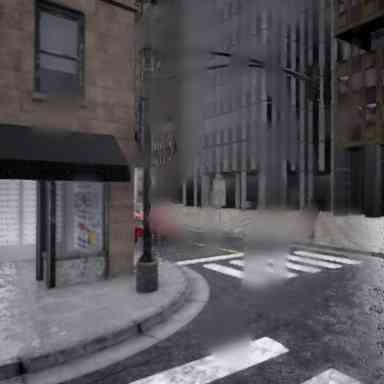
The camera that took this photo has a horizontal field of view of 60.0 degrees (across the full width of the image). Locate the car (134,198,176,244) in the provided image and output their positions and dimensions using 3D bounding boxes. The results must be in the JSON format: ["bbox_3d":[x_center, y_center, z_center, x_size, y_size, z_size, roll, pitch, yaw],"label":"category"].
[{"bbox_3d":[-3.009,1.325,16.965,2.150,2.045,5.566,0,0,-36],"label":"car"}]

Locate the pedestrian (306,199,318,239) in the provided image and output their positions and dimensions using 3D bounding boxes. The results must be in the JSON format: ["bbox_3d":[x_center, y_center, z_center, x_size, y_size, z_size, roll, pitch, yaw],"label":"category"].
[{"bbox_3d":[5.583,1.248,15.490,0.375,1.860,0.375,0,0,-34],"label":"pedestrian"}]
